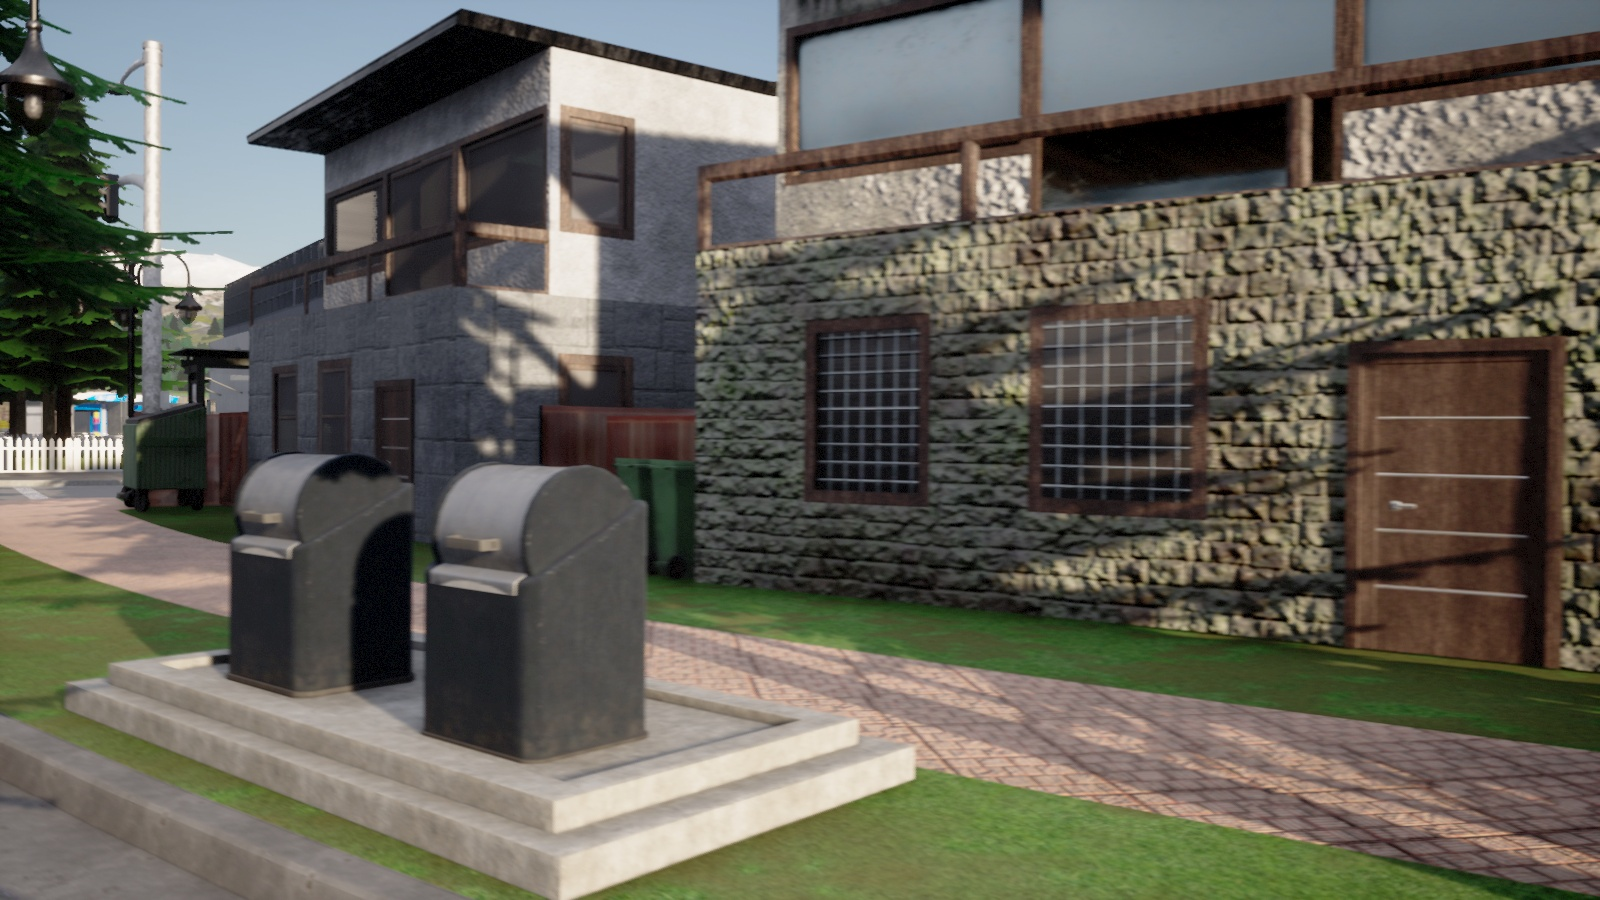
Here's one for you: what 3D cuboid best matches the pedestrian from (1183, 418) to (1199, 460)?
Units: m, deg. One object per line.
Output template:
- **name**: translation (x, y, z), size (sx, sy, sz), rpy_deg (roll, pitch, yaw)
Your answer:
- **pedestrian**: translation (17.257, -0.484, 55.440), size (0.634, 1.846, 0.331), rpy_deg (-1, 1, -35)
